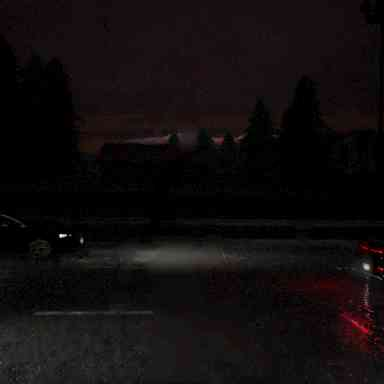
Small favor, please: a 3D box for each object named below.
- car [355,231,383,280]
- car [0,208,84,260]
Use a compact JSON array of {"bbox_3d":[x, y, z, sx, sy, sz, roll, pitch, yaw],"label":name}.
[{"bbox_3d":[6.600,1.564,8.145,4.892,1.490,1.837,0,0,-4],"label":"car"},{"bbox_3d":[-6.102,1.304,10.858,4.902,1.511,2.128,1,0,-4],"label":"car"}]
